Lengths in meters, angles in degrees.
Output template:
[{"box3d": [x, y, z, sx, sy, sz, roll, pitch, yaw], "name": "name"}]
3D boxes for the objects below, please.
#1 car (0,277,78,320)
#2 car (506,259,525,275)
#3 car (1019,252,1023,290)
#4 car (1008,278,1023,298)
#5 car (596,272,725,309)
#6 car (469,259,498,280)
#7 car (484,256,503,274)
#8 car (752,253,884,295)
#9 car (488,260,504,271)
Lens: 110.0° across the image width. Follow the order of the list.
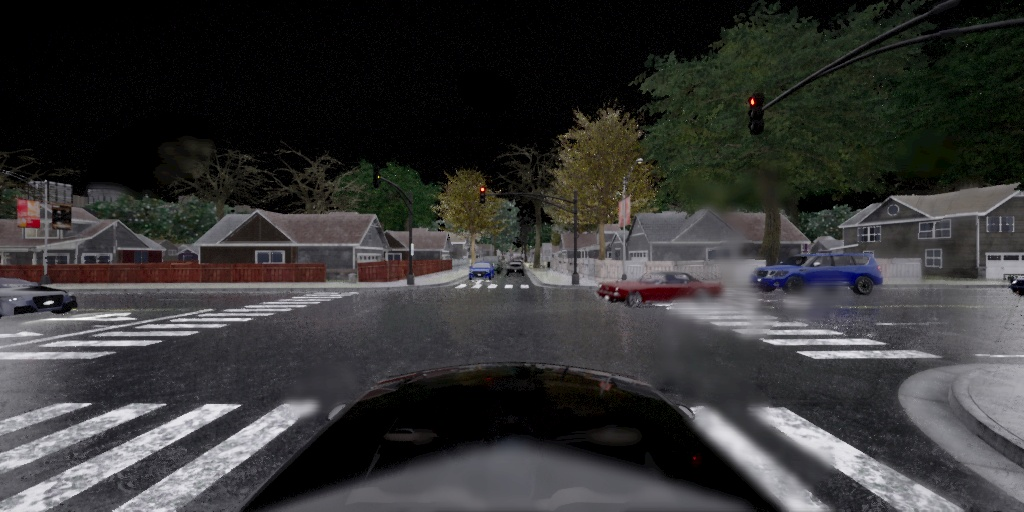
[{"box3d": [-17.596, 1.410, 12.128, 4.181, 1.385, 1.994, 0, 0, 1], "name": "car"}, {"box3d": [0.396, 1.274, 39.048, 1.837, 1.490, 4.892, 0, 0, 1], "name": "car"}, {"box3d": [29.936, 0.788, 18.059, 5.566, 2.045, 2.150, 0, 0, 1], "name": "car"}, {"box3d": [24.102, 1.201, 14.911, 4.718, 1.301, 1.895, 0, 0, 1], "name": "car"}, {"box3d": [5.889, 1.307, 14.506, 4.718, 1.301, 1.895, 0, 0, -11], "name": "car"}, {"box3d": [-2.589, 1.241, 31.401, 1.882, 1.535, 5.008, 0, 0, 1], "name": "car"}, {"box3d": [-2.394, 0.993, 41.637, 2.150, 2.045, 5.566, 0, 0, 1], "name": "car"}, {"box3d": [15.476, 0.869, 18.312, 5.566, 2.045, 2.150, 0, 0, 1], "name": "car"}, {"box3d": [-2.261, 1.330, 51.954, 2.033, 1.411, 5.357, 0, 0, 1], "name": "car"}]
